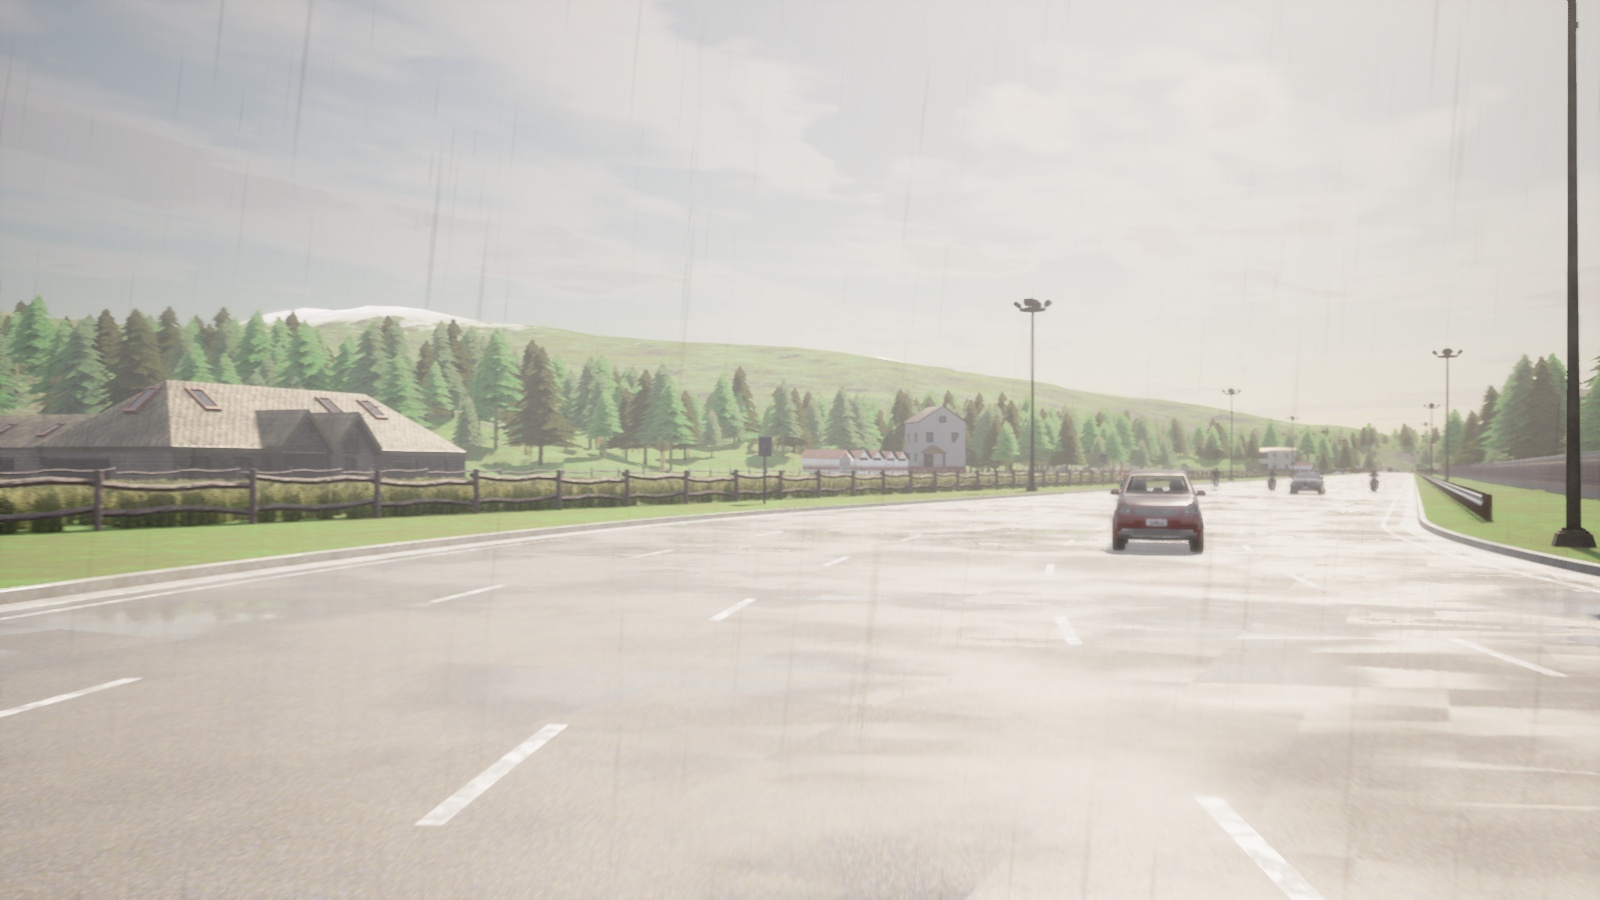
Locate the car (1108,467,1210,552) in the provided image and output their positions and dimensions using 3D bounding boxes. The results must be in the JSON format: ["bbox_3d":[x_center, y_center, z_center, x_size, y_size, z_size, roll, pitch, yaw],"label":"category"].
[{"bbox_3d":[7.112,1.106,24.865,1.789,1.549,3.705,0,-1,16],"label":"car"}]

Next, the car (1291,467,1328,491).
[{"bbox_3d":[32.482,1.834,80.023,1.812,1.442,4.674,-1,-1,26],"label":"car"}]
